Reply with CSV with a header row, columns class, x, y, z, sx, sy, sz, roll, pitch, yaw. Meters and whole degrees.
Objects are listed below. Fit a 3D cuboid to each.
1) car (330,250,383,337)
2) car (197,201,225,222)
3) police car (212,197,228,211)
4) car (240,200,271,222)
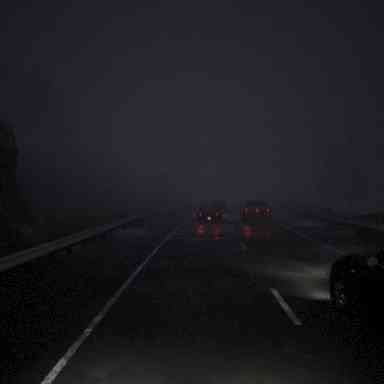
class,x,y,z,sx,sy,sz,roll,pitch,yaw
car,3.708,1.365,4.674,2.097,1.767,4.553,0,0,1
car,1.477,1.652,26.522,1.895,1.301,4.718,0,0,6
police car,3.544,1.510,42.996,1.930,1.638,5.238,0,0,9
car,5.041,1.408,26.788,2.097,1.767,4.553,0,0,5
